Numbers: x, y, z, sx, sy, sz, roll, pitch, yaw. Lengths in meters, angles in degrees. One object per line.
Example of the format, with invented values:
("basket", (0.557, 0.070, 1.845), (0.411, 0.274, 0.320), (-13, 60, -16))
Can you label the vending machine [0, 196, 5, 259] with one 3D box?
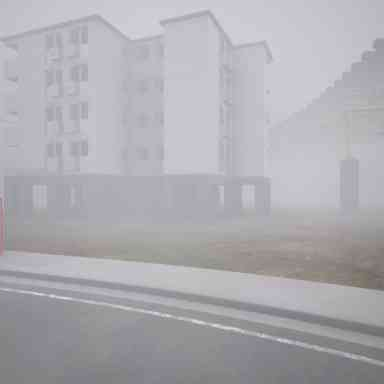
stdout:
("vending machine", (-6.995, 1.195, 10.984), (0.880, 2.100, 1.100), (0, 0, 21))
